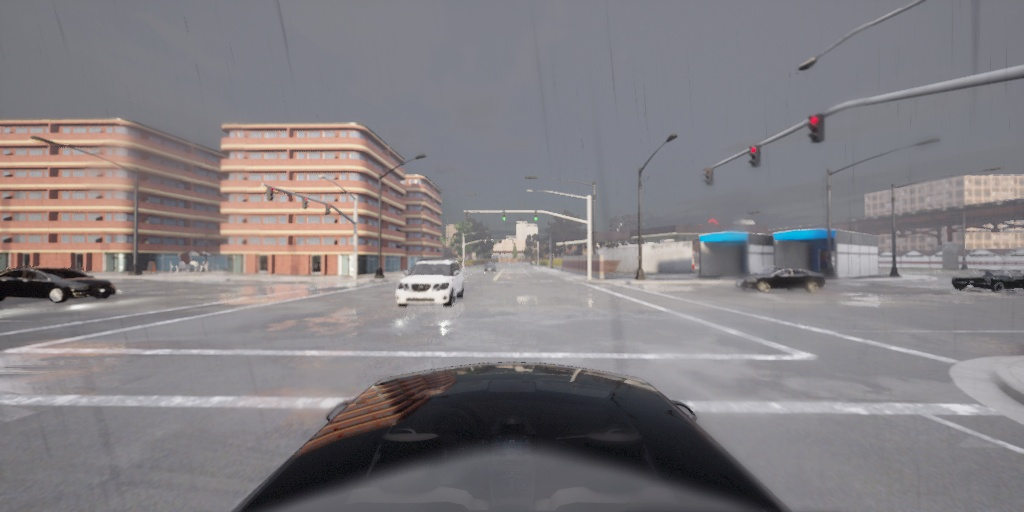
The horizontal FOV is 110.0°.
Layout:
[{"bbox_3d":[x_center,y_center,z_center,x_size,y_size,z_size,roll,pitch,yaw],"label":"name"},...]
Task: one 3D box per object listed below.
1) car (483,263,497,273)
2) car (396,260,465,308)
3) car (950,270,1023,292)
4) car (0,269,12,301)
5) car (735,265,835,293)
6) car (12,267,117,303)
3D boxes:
[{"bbox_3d":[-3.519,1.945,58.059,2.128,1.511,4.902,0,0,0],"label":"car"},{"bbox_3d":[-3.499,1.196,16.416,2.150,2.045,5.566,0,0,0],"label":"car"},{"bbox_3d":[31.027,1.596,23.077,4.718,1.301,1.895,0,-1,-12],"label":"car"},{"bbox_3d":[-21.684,1.266,12.916,4.674,1.442,1.812,1,-1,1],"label":"car"},{"bbox_3d":[16.537,1.477,22.247,4.902,1.511,2.128,0,-1,0],"label":"car"},{"bbox_3d":[-21.077,1.287,16.390,4.892,1.490,1.837,1,-1,1],"label":"car"}]
